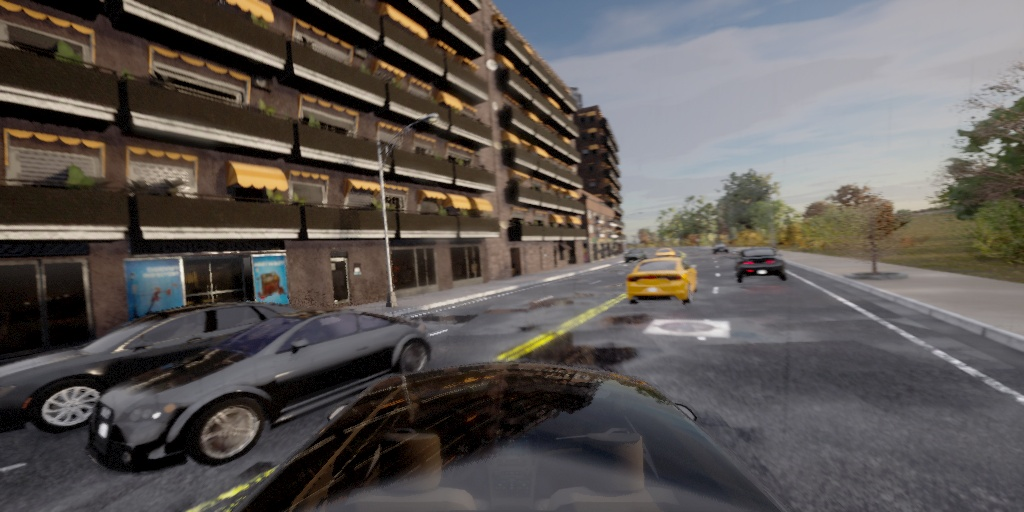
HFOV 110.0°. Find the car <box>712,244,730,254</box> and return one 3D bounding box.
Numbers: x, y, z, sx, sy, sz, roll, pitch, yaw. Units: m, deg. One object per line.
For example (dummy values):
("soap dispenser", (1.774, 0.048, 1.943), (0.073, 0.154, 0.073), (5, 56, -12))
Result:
("car", (30.607, -1.087, 52.738), (1.812, 1.442, 4.674), (-4, 0, 26))

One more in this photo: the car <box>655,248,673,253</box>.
("car", (18.294, -0.174, 42.818), (1.882, 1.535, 5.008), (-4, 0, 28))

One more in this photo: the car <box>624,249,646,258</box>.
("car", (14.948, -0.040, 43.437), (2.097, 1.767, 4.553), (-4, 0, 28))

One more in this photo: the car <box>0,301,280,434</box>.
("car", (-6.223, 1.733, 6.793), (1.837, 1.490, 4.892), (-4, 0, 32))

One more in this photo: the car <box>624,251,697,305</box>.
("car", (5.626, 0.797, 13.252), (1.882, 1.535, 5.008), (-4, 0, 31))

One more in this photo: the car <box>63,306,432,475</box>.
("car", (-3.237, 1.562, 5.446), (1.994, 1.385, 4.181), (-4, 0, 32))

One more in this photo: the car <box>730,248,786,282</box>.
("car", (11.846, 0.345, 17.362), (1.837, 1.490, 4.892), (-4, 0, 30))
